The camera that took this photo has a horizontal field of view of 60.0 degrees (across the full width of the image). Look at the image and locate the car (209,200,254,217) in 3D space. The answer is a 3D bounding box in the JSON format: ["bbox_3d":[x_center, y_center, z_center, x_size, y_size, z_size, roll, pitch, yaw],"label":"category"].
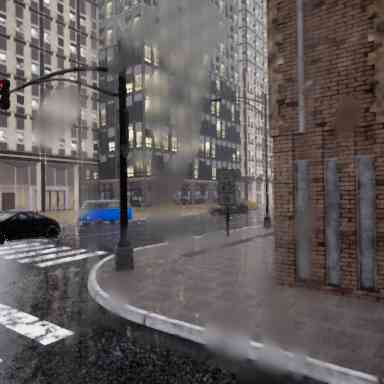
[{"bbox_3d":[3.789,1.638,32.831,2.033,1.411,5.357,-1,-1,36],"label":"car"}]

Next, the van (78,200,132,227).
[{"bbox_3d":[-6.070,1.455,23.512,1.690,1.788,3.998,-1,-1,36],"label":"van"}]

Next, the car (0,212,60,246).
[{"bbox_3d":[-8.254,1.603,15.340,1.994,1.385,4.181,-1,-1,30],"label":"car"}]

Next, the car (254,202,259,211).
[{"bbox_3d":[6.753,1.684,41.430,1.752,1.417,4.829,-2,-1,36],"label":"car"}]
